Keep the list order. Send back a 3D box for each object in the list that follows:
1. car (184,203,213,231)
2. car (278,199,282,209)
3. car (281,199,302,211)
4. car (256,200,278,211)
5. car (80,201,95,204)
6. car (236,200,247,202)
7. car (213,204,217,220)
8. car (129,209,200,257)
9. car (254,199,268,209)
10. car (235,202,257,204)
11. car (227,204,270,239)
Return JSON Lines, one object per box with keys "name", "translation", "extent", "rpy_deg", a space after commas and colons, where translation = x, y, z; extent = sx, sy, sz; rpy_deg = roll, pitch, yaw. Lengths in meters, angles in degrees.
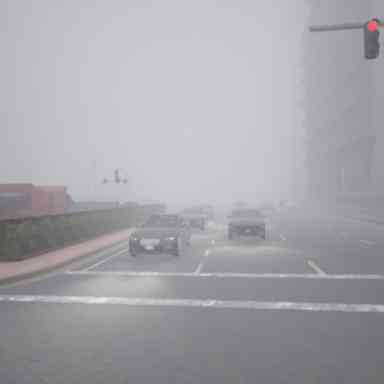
{"name": "car", "translation": [0.117, 1.773, 23.289], "extent": [1.882, 1.535, 5.008], "rpy_deg": [-1, -1, 8]}
{"name": "car", "translation": [15.316, 1.988, 56.239], "extent": [1.837, 1.490, 4.892], "rpy_deg": [-1, -1, 8]}
{"name": "car", "translation": [13.967, 1.889, 46.085], "extent": [1.812, 1.442, 4.674], "rpy_deg": [-1, -1, 8]}
{"name": "car", "translation": [10.502, 2.003, 46.912], "extent": [1.994, 1.385, 4.181], "rpy_deg": [-1, -1, 8]}
{"name": "car", "translation": [-17.616, 2.275, 54.191], "extent": [4.605, 1.855, 1.932], "rpy_deg": [-1, -1, 8]}
{"name": "car", "translation": [5.626, 1.755, 37.966], "extent": [2.097, 1.767, 4.553], "rpy_deg": [-1, -1, 8]}
{"name": "car", "translation": [1.432, 1.902, 33.057], "extent": [2.128, 1.511, 4.902], "rpy_deg": [-1, -1, 8]}
{"name": "car", "translation": [-1.144, 1.676, 13.874], "extent": [2.128, 1.511, 4.902], "rpy_deg": [-1, -1, 8]}
{"name": "car", "translation": [11.783, 2.035, 56.876], "extent": [1.882, 1.535, 5.008], "rpy_deg": [-1, -1, 8]}
{"name": "car", "translation": [4.254, 1.808, 27.765], "extent": [1.812, 1.442, 4.674], "rpy_deg": [-1, -1, 8]}
{"name": "car", "translation": [3.002, 1.651, 18.471], "extent": [1.882, 1.535, 5.008], "rpy_deg": [-1, -1, 8]}
